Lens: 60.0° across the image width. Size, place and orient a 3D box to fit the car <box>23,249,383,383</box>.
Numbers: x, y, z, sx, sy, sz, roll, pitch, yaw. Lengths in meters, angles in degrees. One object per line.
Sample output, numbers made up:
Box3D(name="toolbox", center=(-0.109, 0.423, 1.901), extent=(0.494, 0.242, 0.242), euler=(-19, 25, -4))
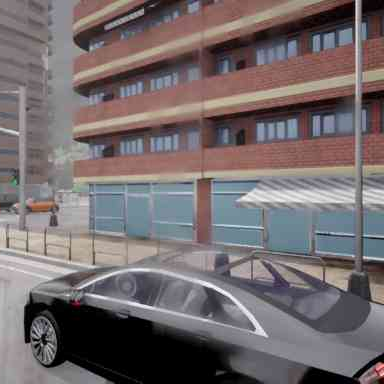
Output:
Box3D(name="car", center=(-0.172, 1.491, 4.112), extent=(4.902, 1.511, 2.128), euler=(0, 0, 35))

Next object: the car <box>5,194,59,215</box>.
Box3D(name="car", center=(-16.249, 1.352, 34.471), extent=(2.097, 1.767, 4.553), euler=(0, 0, 36))

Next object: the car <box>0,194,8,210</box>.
Box3D(name="car", center=(-20.174, 1.221, 35.029), extent=(2.150, 2.045, 5.566), euler=(0, 0, 35))
